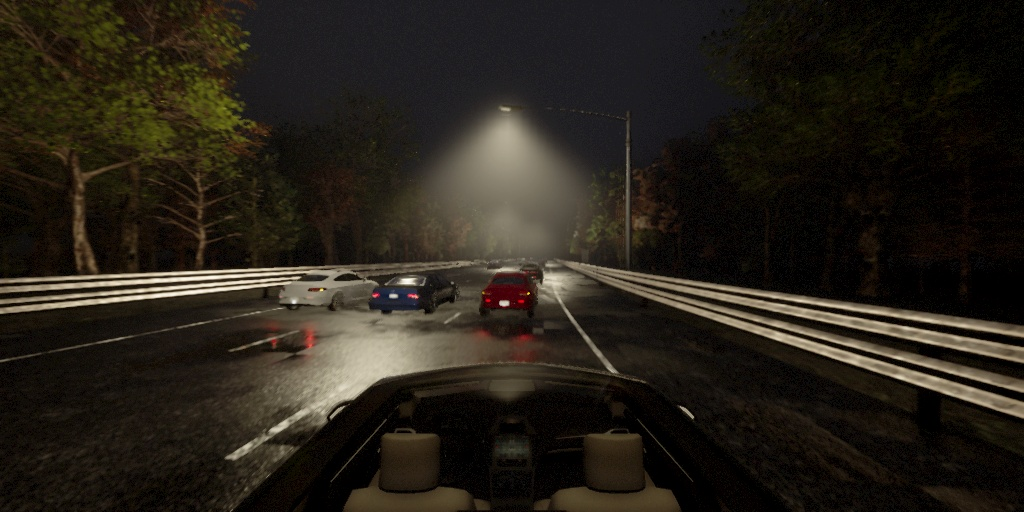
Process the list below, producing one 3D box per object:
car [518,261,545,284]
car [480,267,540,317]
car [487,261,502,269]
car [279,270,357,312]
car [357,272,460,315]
[{"bbox_3d":[1.481,1.368,28.458,1.837,1.490,4.892,0,0,6],"label":"car"},{"bbox_3d":[-0.008,1.321,13.466,1.812,1.442,4.674,0,0,6],"label":"car"},{"bbox_3d":[-2.699,1.472,57.235,2.033,1.411,5.357,0,0,6],"label":"car"},{"bbox_3d":[-6.973,1.278,14.159,1.812,1.442,4.674,0,0,6],"label":"car"},{"bbox_3d":[-3.493,1.322,13.810,2.033,1.411,5.357,0,0,6],"label":"car"}]
